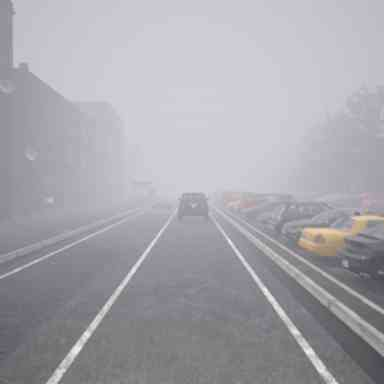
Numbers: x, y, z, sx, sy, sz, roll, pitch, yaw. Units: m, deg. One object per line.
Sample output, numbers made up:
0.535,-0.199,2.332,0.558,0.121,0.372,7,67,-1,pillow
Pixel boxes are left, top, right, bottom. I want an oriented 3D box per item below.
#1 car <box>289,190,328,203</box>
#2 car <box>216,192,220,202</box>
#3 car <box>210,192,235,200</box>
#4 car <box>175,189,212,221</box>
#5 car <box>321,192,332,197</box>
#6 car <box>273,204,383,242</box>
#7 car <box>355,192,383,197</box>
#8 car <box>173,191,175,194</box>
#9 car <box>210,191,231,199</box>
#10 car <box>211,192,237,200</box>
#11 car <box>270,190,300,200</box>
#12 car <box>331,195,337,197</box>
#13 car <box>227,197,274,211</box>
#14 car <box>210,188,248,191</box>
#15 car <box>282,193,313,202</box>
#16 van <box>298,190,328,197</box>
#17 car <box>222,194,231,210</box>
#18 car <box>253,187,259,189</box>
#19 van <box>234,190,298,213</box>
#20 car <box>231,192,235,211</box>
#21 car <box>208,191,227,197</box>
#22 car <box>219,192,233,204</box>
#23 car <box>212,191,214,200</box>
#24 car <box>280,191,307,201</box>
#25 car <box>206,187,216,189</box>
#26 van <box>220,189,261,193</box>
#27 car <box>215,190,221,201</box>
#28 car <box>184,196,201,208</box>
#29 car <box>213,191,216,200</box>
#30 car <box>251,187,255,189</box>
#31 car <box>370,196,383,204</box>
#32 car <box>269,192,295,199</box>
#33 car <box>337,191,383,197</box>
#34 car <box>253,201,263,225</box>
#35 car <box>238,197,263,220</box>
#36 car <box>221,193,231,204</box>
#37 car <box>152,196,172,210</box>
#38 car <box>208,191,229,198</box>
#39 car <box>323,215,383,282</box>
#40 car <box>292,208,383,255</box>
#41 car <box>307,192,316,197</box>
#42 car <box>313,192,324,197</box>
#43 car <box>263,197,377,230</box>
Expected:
19.341,0.753,55.333,5.566,2.045,2.435,0,1,0,car
6.267,1.096,46.993,4.892,1.521,2.231,0,1,0,car
6.331,0.820,69.269,5.008,1.535,2.097,0,1,0,car
0.097,1.017,24.985,2.150,2.045,5.566,0,1,0,car
19.328,1.152,41.411,4.892,1.521,2.231,0,1,0,car
6.153,1.414,13.593,4.892,1.521,2.231,0,0,0,car
19.262,1.108,33.056,4.553,1.767,2.185,0,1,0,car
-3.416,0.201,78.000,1.812,1.442,4.674,0,2,0,car
6.387,0.569,74.841,4.553,1.767,2.185,0,1,0,car
6.322,0.870,66.480,5.008,1.535,2.097,0,1,0,car
19.446,0.565,69.389,5.566,2.045,2.435,0,1,0,car
19.341,1.209,38.629,4.792,1.488,2.163,0,1,0,car
6.225,1.248,35.860,4.674,1.452,2.002,0,1,0,car
6.327,0.725,58.122,5.566,2.045,2.435,0,1,0,car
19.384,0.944,61.028,5.008,1.535,2.097,0,1,0,car
19.243,0.809,52.549,4.442,1.987,1.878,0,1,0,van
6.028,1.232,33.077,5.366,1.575,1.946,0,1,0,car
19.479,0.223,88.907,5.008,1.535,2.097,0,2,0,car
6.077,1.062,27.571,4.442,1.987,1.878,0,1,0,van
6.173,1.136,30.292,4.553,1.767,2.185,0,1,0,car
6.356,0.472,83.197,4.792,1.488,2.163,0,2,0,car
6.247,1.152,41.426,5.008,1.535,2.097,0,1,0,car
6.284,1.006,55.342,5.008,1.535,2.097,0,1,0,car
19.430,0.784,63.812,4.553,1.767,2.185,0,1,0,car
6.363,0.216,85.978,4.553,1.767,2.185,0,2,0,car
6.368,0.898,44.207,4.442,1.987,1.878,0,1,0,van
6.240,0.938,49.900,4.553,1.767,2.185,0,1,0,car
0.073,1.190,42.081,1.994,1.385,4.181,0,1,0,car
6.465,1.033,52.558,5.366,1.575,1.946,0,1,0,car
19.465,0.134,91.697,4.792,1.488,2.163,0,3,0,car
19.286,1.301,30.273,4.674,1.452,2.002,0,1,0,car
19.433,0.757,72.183,5.008,1.535,2.097,0,1,0,car
19.274,0.956,35.839,5.566,2.045,2.435,0,1,0,car
6.168,1.405,19.161,4.674,1.452,2.002,0,1,0,car
6.156,1.344,24.727,4.792,1.488,2.163,0,1,0,car
6.227,1.180,38.643,5.008,1.535,2.097,0,1,0,car
-3.363,1.200,37.400,1.812,1.442,4.674,0,1,0,car
6.404,0.565,80.411,4.792,1.488,2.163,0,2,0,car
6.121,1.461,8.027,4.892,1.521,2.231,0,0,0,car
6.323,1.434,10.810,5.366,1.575,1.946,0,0,0,car
19.343,1.134,46.982,4.674,1.452,2.002,0,1,0,car
19.337,1.122,44.196,5.008,1.535,2.097,0,1,0,car
6.125,1.264,16.377,4.553,1.767,2.185,0,0,0,car
